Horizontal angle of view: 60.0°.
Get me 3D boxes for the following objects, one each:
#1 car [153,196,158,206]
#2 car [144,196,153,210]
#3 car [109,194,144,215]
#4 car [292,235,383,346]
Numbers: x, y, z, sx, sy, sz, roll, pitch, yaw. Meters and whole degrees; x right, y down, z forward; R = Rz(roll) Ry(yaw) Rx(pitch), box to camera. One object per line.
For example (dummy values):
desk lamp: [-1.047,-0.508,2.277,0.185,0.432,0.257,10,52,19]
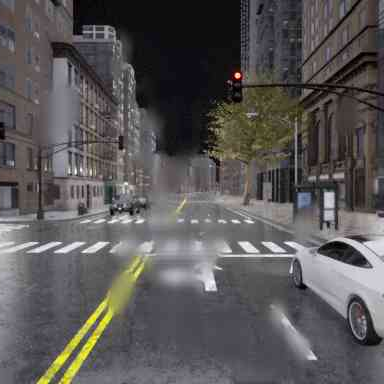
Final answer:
car: [-6.639,1.419,53.750,2.128,1.511,4.902,0,0,0]
car: [-6.638,1.436,43.433,1.882,1.535,5.008,0,0,0]
car: [-6.601,1.197,33.322,2.150,2.045,5.566,0,0,1]
car: [3.344,1.524,6.212,1.812,1.442,4.674,0,0,0]
